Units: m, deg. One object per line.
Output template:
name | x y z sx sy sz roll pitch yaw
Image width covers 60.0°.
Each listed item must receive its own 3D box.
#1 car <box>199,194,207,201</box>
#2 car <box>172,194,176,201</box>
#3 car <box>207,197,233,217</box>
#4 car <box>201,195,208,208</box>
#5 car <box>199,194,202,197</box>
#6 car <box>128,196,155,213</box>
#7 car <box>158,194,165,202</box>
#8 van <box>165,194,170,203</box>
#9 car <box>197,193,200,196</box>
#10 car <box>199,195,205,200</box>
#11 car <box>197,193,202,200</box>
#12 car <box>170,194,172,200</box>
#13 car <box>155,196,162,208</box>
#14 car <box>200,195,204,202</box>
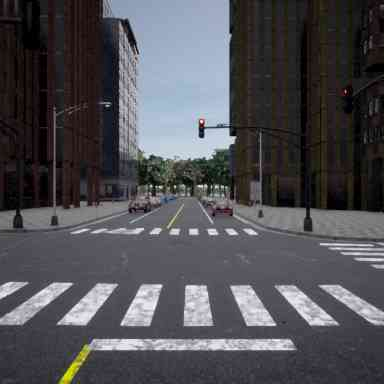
car | 2.747 1.559 58.971 1.887 1.381 4.507 0 0 0
car | -5.786 1.597 86.156 1.947 1.339 4.313 0 0 0
car | 2.754 1.444 31.783 1.967 1.590 4.097 0 0 0
car | 2.750 1.560 48.095 2.008 1.369 4.403 0 0 0
car | 2.745 1.542 64.578 1.752 1.417 4.829 0 0 0
car | -5.773 1.321 37.218 2.192 1.841 5.009 0 0 0
car | -5.777 1.537 53.361 1.752 1.417 4.829 0 0 0
van | -5.780 1.358 64.406 1.690 1.788 3.998 0 0 0
car | 2.740 1.342 80.721 2.192 1.841 5.009 0 0 0
car | 2.738 1.561 91.766 1.752 1.417 4.829 0 0 0
car | 2.742 1.549 75.453 1.752 1.417 4.829 0 0 0
car | -5.782 1.571 69.844 2.008 1.369 4.403 0 0 0
car | -5.776 1.592 48.093 1.802 1.307 4.206 0 0 0
car | 2.748 1.556 53.533 1.887 1.381 4.507 0 0 0
